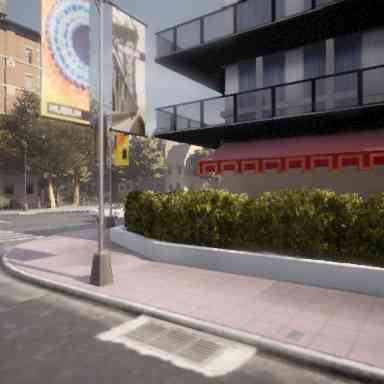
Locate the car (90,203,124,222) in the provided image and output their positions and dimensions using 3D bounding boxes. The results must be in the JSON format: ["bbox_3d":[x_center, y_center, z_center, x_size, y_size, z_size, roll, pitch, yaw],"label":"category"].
[{"bbox_3d":[-5.598,1.529,26.338,1.895,1.301,4.718,0,0,35],"label":"car"}]
